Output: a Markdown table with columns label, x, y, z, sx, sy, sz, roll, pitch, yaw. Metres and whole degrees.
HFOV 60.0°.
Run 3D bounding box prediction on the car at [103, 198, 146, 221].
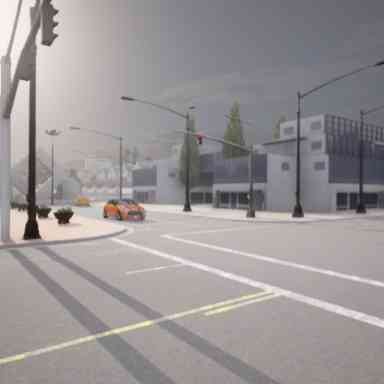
| label | x | y | z | sx | sy | sz | roll | pitch | yaw |
| --- | --- | --- | --- | --- | --- | --- | --- | --- | --- |
| car | -5.474 | 1.299 | 26.685 | 2.097 | 1.767 | 4.553 | 0 | 0 | -35 |

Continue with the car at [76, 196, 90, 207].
| label | x | y | z | sx | sy | sz | roll | pitch | yaw |
| --- | --- | --- | --- | --- | --- | --- | --- | --- | --- |
| car | -16.822 | 1.424 | 51.027 | 1.882 | 1.535 | 5.008 | 0 | 0 | -21 |
